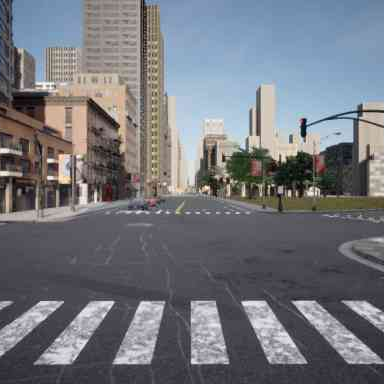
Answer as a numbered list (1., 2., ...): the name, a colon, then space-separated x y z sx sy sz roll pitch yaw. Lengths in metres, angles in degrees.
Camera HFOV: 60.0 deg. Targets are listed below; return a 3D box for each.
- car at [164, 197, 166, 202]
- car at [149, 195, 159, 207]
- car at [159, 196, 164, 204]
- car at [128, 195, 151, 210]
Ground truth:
1. car: -6.557 1.502 69.742 1.895 1.301 4.718 0 0 0
2. car: -6.643 1.295 50.559 2.097 1.767 4.553 0 0 0
3. car: -6.631 1.492 59.610 1.994 1.385 4.181 0 0 0
4. car: -6.659 1.484 41.507 1.812 1.442 4.674 0 0 0
